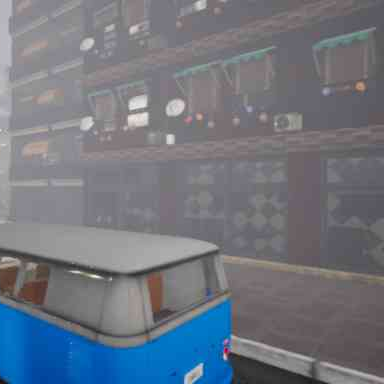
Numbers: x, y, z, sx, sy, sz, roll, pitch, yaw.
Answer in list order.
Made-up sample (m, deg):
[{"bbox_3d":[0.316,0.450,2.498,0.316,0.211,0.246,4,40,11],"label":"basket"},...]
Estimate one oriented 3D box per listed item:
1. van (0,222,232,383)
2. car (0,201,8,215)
[{"bbox_3d":[-1.493,1.329,3.937,3.998,1.788,1.690,0,0,35],"label":"van"},{"bbox_3d":[-21.629,1.624,34.687,1.967,1.590,4.097,-1,-2,35],"label":"car"}]
